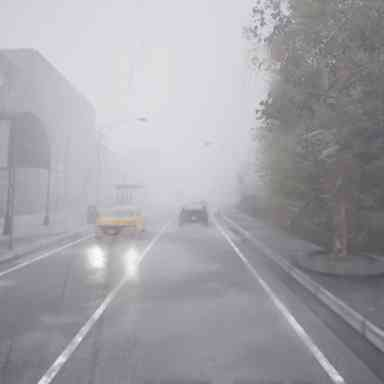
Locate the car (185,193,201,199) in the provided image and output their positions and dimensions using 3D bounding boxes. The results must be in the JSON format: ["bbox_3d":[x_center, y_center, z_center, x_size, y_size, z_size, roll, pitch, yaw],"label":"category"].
[{"bbox_3d":[0.291,1.299,58.977,2.150,2.045,5.566,-1,0,13],"label":"car"}]

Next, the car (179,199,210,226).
[{"bbox_3d":[0.120,1.505,23.660,1.882,1.535,5.008,0,0,0],"label":"car"}]

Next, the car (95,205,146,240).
[{"bbox_3d":[-3.579,1.498,17.374,1.882,1.535,5.008,0,0,0],"label":"car"}]

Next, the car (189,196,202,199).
[{"bbox_3d":[1.064,1.549,41.454,1.812,1.442,4.674,-1,0,6],"label":"car"}]
